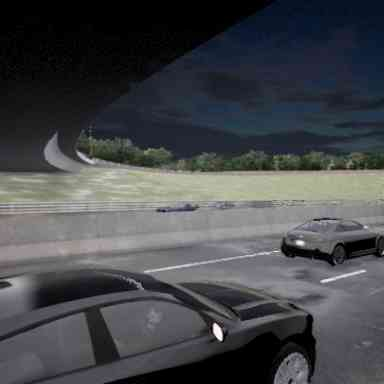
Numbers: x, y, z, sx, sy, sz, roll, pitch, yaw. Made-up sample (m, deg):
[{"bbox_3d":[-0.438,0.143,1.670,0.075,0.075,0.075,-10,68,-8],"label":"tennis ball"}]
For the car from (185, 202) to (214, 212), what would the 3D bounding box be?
[{"bbox_3d":[2.279,1.532,27.118,4.902,1.511,2.128,0,0,-35],"label":"car"}]

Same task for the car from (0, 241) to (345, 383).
[{"bbox_3d":[-0.852,1.478,3.140,5.008,1.535,1.882,0,0,-36],"label":"car"}]

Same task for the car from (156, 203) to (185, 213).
[{"bbox_3d":[-0.759,1.638,29.251,4.718,1.301,1.895,0,0,-36],"label":"car"}]

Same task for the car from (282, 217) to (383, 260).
[{"bbox_3d":[5.044,1.583,11.648,4.181,1.385,1.994,0,0,-36],"label":"car"}]

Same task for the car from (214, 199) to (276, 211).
[{"bbox_3d":[4.216,1.392,24.200,4.553,1.767,2.097,0,0,-36],"label":"car"}]
